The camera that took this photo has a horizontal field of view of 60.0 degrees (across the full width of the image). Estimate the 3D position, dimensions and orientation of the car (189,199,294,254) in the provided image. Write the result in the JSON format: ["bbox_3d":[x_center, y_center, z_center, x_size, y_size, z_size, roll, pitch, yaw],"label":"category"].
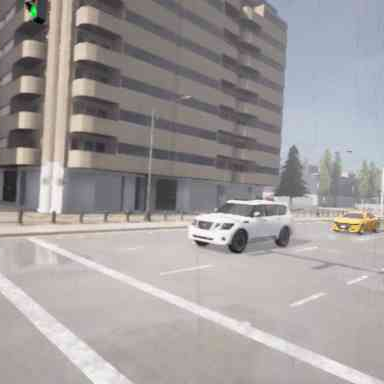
[{"bbox_3d":[2.384,1.364,14.661,5.566,2.045,2.150,3,0,-44],"label":"car"}]

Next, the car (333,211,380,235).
[{"bbox_3d":[11.914,2.148,23.989,5.008,1.535,1.882,3,0,-44],"label":"car"}]
